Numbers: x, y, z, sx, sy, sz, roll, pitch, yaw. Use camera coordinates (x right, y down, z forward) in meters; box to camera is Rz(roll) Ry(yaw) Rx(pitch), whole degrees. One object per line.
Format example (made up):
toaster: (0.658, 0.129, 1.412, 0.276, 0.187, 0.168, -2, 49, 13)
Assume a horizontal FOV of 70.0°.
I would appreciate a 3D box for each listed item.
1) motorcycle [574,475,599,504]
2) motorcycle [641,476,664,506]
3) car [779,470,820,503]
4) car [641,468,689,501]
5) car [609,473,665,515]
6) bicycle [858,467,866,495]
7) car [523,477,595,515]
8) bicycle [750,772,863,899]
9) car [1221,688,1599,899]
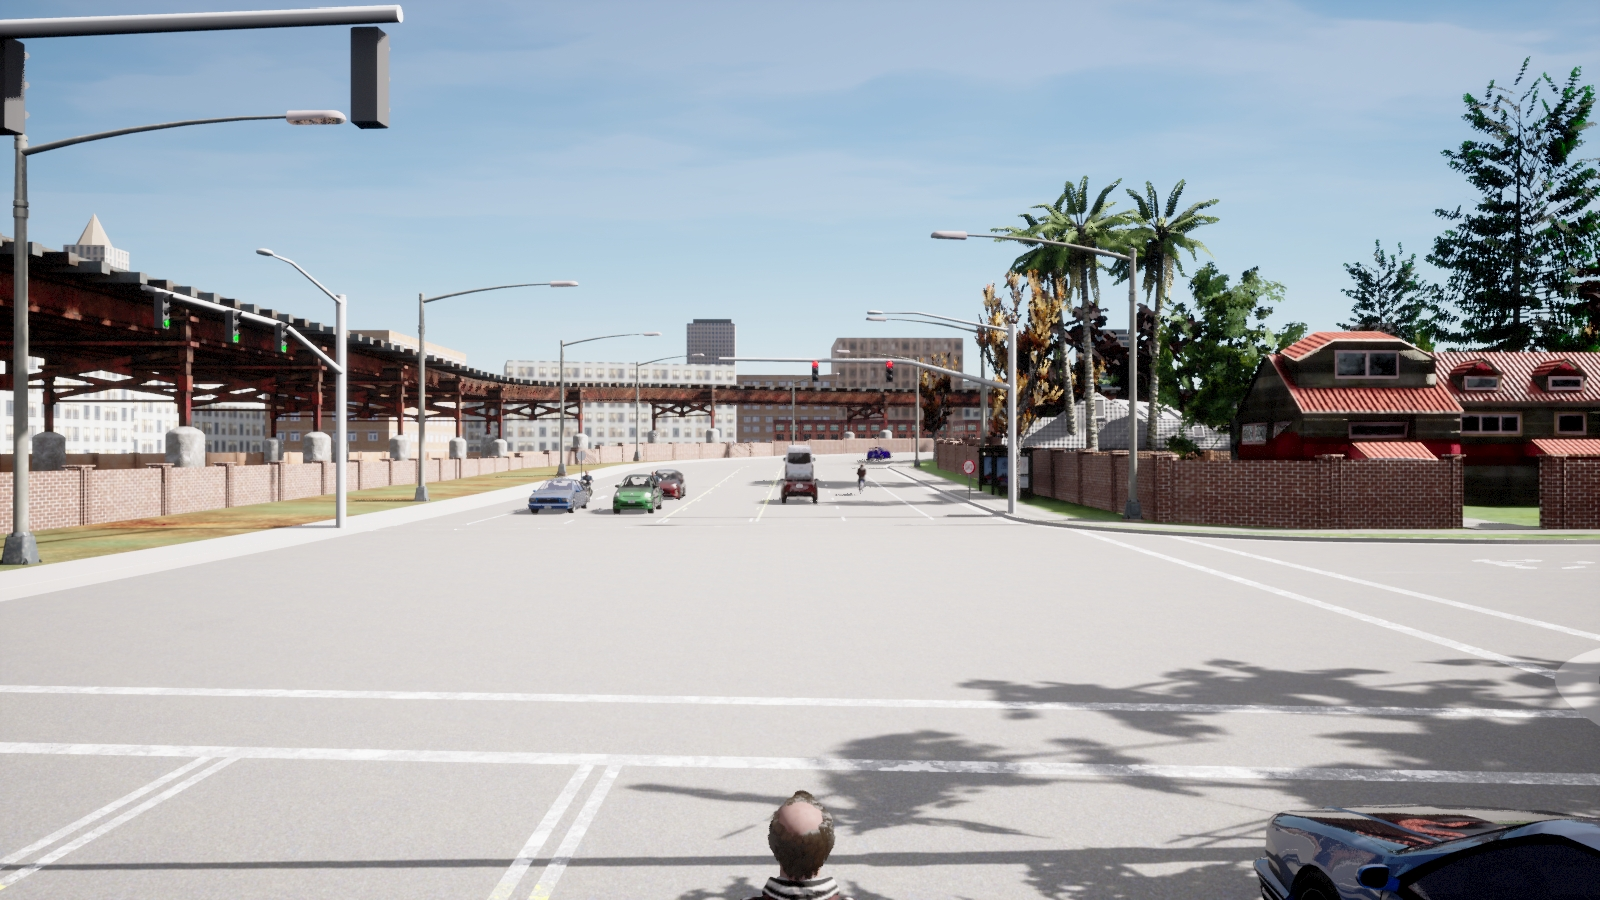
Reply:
motorcycle: (-10.476, 1.934, 56.002, 0.856, 1.341, 1.805, 0, 1, 1)
motorcycle: (-7.053, 1.947, 54.746, 0.856, 1.341, 1.805, 0, 1, 0)
car: (-0.033, 1.821, 57.995, 2.007, 1.525, 4.514, 0, 1, 0)
car: (-7.040, 1.797, 59.910, 2.007, 1.525, 4.514, 0, 1, 0)
car: (-7.031, 1.877, 49.699, 1.851, 1.617, 3.988, 0, 1, 0)
bicycle: (3.477, 1.745, 64.181, 0.329, 1.496, 1.835, 0, 1, 0)
car: (-10.533, 1.979, 50.381, 2.033, 1.411, 5.357, 0, 1, 0)
bicycle: (0.019, 2.048, 3.681, 0.329, 1.496, 1.835, 0, 0, 0)
car: (3.467, 2.106, 4.038, 2.033, 1.411, 5.357, 0, 0, 1)
